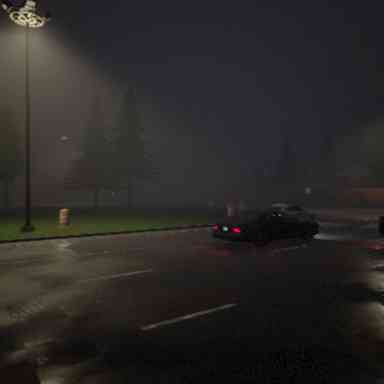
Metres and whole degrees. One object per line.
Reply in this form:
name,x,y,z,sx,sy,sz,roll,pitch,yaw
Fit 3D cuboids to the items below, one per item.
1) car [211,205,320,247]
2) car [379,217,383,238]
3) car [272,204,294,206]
car,3.382,1.517,14.776,5.357,1.411,2.033,0,0,-35
car,10.831,1.428,15.775,5.008,1.535,1.882,0,0,-35
car,6.078,1.478,21.347,4.674,1.442,1.812,0,0,-41
